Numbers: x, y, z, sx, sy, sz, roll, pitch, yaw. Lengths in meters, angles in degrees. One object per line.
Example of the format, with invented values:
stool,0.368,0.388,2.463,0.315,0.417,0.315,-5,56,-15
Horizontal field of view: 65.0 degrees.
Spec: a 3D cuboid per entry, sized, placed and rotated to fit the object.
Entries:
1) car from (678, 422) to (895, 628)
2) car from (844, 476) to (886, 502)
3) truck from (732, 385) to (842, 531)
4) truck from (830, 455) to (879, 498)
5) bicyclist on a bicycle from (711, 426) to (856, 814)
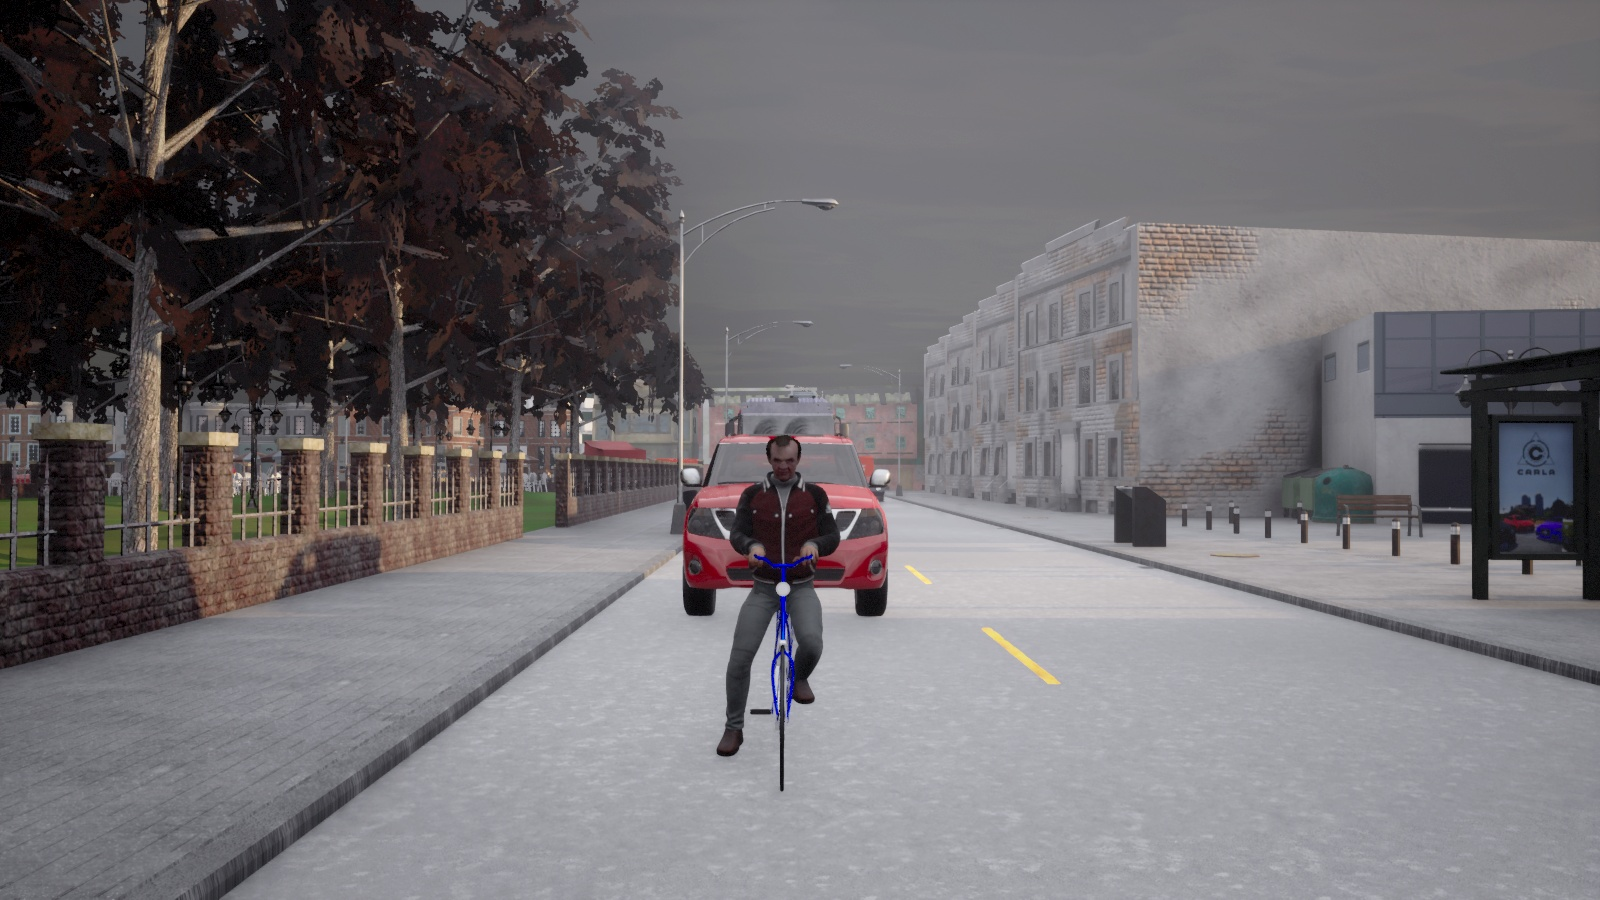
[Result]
car,-0.171,0.791,15.308,2.150,2.045,5.566,0,-1,-1
car,3.312,1.989,64.916,1.895,1.301,4.718,0,-1,-1
truck,-0.389,0.278,37.431,2.891,3.827,8.468,0,-1,-1
truck,3.196,1.571,75.181,2.627,2.467,5.204,0,-1,-1
bicyclist on a bicycle,-0.083,0.798,6.689,0.659,1.776,1.843,0,-1,-1
